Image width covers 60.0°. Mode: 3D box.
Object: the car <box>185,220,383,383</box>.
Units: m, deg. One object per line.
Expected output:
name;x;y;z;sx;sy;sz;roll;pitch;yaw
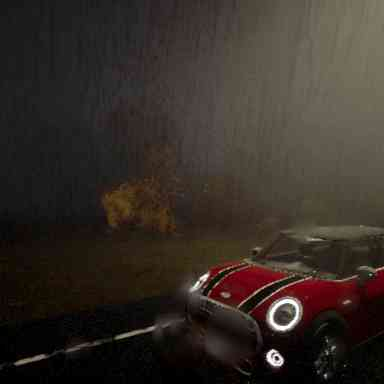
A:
car;2.113;1.404;5.500;4.553;1.767;2.097;1;0;-36
